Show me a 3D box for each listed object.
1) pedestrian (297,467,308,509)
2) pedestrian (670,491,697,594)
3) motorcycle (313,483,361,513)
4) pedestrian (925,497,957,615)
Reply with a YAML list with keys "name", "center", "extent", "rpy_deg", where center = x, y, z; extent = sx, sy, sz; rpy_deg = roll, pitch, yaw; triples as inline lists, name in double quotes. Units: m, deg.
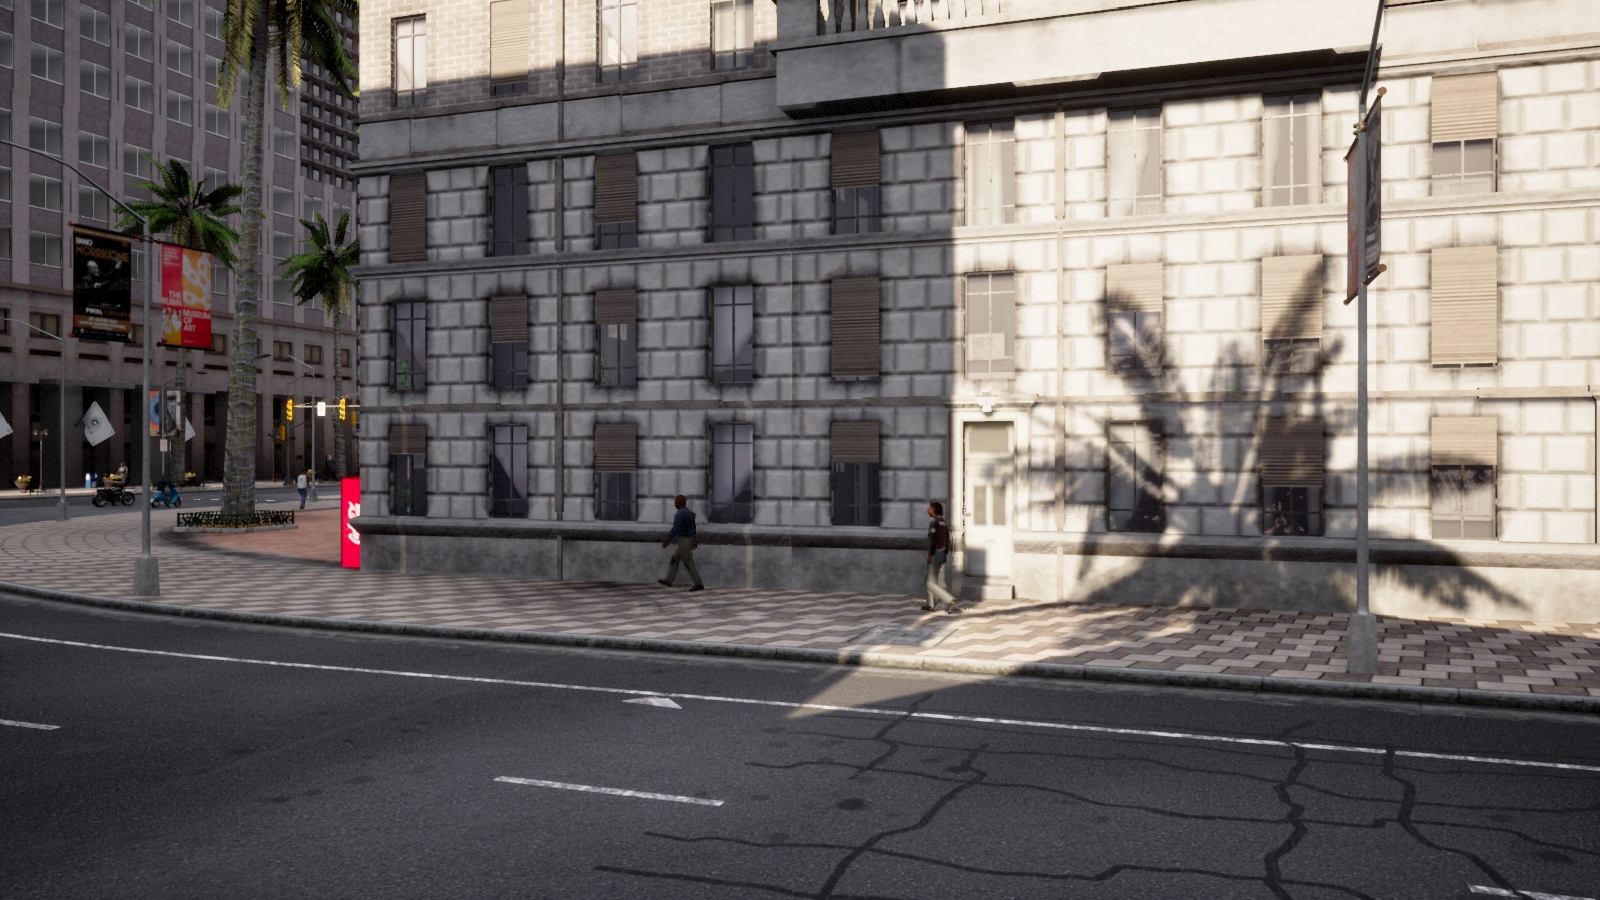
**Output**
- name: "pedestrian"
  center: [-22.133, 1.696, 50.822]
  extent: [0.375, 1.860, 0.375]
  rpy_deg: [0, 0, -9]
- name: "pedestrian"
  center: [-2.152, 1.696, 21.128]
  extent: [0.375, 1.860, 0.375]
  rpy_deg: [0, 0, 20]
- name: "motorcycle"
  center: [-21.134, 2.170, 52.239]
  extent: [0.764, 1.277, 2.356]
  rpy_deg: [0, 0, 16]
- name: "pedestrian"
  center: [2.279, 1.696, 18.417]
  extent: [0.375, 1.860, 0.375]
  rpy_deg: [0, 0, 36]
